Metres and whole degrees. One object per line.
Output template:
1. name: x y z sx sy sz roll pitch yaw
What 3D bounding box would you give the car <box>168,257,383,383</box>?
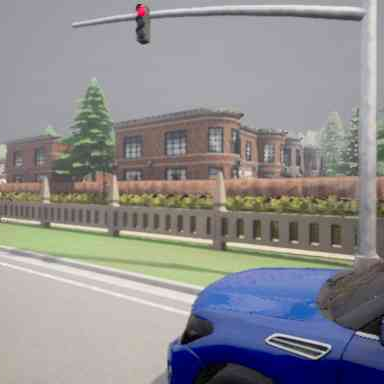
1. car: 2.431 1.227 2.258 5.566 2.045 2.150 0 0 36
